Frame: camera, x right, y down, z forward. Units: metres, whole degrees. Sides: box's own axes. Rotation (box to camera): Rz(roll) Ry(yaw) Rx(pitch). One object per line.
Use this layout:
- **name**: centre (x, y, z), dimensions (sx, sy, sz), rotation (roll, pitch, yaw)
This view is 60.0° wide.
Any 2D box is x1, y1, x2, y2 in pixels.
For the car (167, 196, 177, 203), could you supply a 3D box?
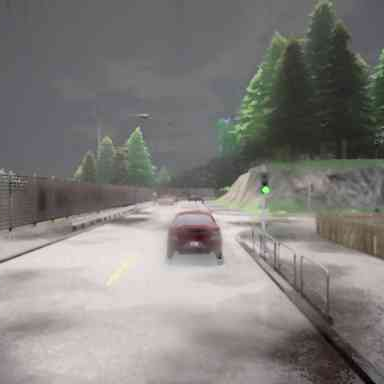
- **car**: centre (-4.009, 1.540, 68.480), dimensions (1.812, 1.442, 4.674), rotation (0, 0, 0)

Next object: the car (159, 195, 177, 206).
- **car**: centre (-4.075, 1.363, 53.424), dimensions (2.097, 1.767, 4.553), rotation (0, 0, 0)

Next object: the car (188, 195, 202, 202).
- **car**: centre (0.839, 1.518, 78.023), dimensions (1.837, 1.490, 4.892), rotation (0, 0, 26)

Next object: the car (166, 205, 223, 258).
- **car**: centre (0.086, 1.481, 12.881), dimensions (1.882, 1.535, 5.008), rotation (0, 0, 0)
